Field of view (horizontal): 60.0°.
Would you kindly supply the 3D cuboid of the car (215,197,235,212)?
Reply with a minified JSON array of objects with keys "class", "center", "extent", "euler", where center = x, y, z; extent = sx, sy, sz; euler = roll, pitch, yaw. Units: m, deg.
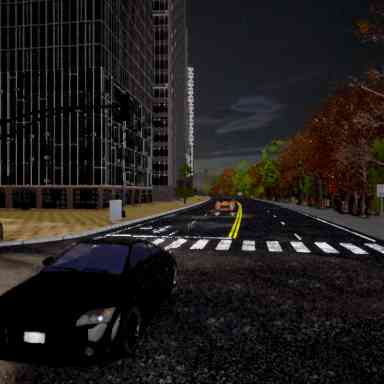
[{"class":"car","center":[3.876,1.353,38.286],"extent":[2.097,1.767,4.553],"euler":[0,0,9]}]

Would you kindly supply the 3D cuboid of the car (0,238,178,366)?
[{"class":"car","center":[-1.570,1.575,6.024],"extent":[1.994,1.385,4.181],"euler":[-1,0,11]}]
